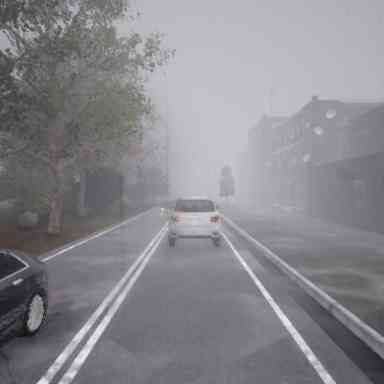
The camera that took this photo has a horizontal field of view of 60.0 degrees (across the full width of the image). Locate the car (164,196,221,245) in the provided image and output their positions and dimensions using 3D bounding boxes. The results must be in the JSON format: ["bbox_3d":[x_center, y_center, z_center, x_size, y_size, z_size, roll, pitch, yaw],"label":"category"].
[{"bbox_3d":[0.104,1.215,15.528,2.150,2.045,5.566,0,0,0],"label":"car"}]

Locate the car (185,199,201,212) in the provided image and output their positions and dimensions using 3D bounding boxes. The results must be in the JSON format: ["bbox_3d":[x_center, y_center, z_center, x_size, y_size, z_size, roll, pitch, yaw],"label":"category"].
[{"bbox_3d":[0.111,1.570,40.075,1.895,1.301,4.718,0,0,0],"label":"car"}]

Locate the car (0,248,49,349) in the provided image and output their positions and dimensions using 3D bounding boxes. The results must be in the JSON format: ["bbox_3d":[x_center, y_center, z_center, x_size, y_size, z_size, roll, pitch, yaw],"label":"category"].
[{"bbox_3d":[-3.350,1.504,3.831,1.837,1.490,4.892,0,0,0],"label":"car"}]

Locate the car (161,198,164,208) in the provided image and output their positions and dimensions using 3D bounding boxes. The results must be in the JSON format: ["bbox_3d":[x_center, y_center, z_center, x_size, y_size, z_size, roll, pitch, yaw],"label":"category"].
[{"bbox_3d":[-3.319,1.439,47.533,1.882,1.535,5.008,0,0,0],"label":"car"}]
